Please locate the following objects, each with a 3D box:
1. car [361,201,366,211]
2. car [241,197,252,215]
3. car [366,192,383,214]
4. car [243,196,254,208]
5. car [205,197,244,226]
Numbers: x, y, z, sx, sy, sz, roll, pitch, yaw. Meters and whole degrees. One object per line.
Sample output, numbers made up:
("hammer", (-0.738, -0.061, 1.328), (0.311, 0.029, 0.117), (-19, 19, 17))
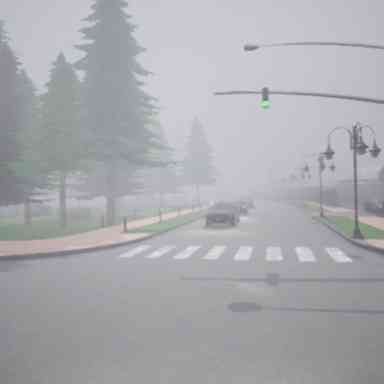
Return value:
("car", (16.067, 0.749, 27.095), (3.866, 1.878, 1.905), (-2, 0, 13))
("car", (4.538, 1.477, 32.721), (1.895, 1.301, 4.718), (-2, 0, 14))
("car", (15.862, 0.751, 24.559), (4.605, 1.855, 1.932), (-2, 0, 13))
("car", (6.921, 1.297, 42.879), (1.882, 1.535, 5.008), (-2, 0, 13))
("car", (2.197, 1.411, 23.008), (1.882, 1.535, 5.008), (-2, 0, 14))
